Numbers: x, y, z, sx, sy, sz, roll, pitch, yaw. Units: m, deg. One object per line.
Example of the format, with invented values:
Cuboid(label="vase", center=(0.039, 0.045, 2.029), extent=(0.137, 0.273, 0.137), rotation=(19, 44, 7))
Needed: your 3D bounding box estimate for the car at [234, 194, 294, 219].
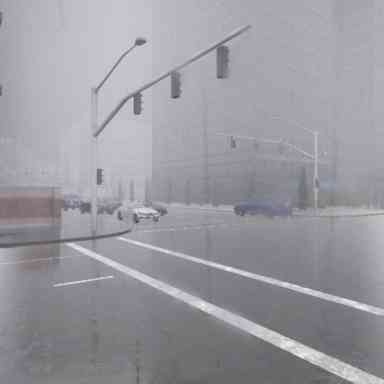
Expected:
Cuboid(label="car", center=(6.177, 1.221, 29.061), extent=(2.150, 2.045, 5.566), rotation=(-1, 0, -36))

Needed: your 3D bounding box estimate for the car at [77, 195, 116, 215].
Cuboid(label="car", center=(-9.521, 1.352, 33.195), extent=(2.097, 1.767, 4.553), rotation=(0, 0, -36))

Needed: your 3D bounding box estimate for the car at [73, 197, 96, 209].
Cuboid(label="car", center=(-15.419, 1.526, 47.450), extent=(1.812, 1.442, 4.674), rotation=(0, 0, -35))

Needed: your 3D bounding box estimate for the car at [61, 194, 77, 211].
Cuboid(label="car", center=(-15.121, 1.221, 41.007), extent=(2.150, 2.045, 5.566), rotation=(0, 0, -36))

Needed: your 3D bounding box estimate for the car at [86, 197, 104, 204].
Cuboid(label="car", center=(-18.874, 1.600, 64.596), extent=(1.895, 1.301, 4.718), rotation=(0, 0, -36))

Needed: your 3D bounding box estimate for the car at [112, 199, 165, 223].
Cuboid(label="car", center=(-4.292, 1.526, 25.899), extent=(1.812, 1.442, 4.674), rotation=(0, 0, -36))

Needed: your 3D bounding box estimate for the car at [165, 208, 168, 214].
Cuboid(label="car", center=(-4.404, 1.547, 32.061), extent=(2.033, 1.411, 5.357), rotation=(0, 0, -36))

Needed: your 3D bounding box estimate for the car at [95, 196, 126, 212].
Cuboid(label="car", center=(-9.786, 1.352, 39.571), extent=(2.097, 1.767, 4.553), rotation=(0, 0, -36))
